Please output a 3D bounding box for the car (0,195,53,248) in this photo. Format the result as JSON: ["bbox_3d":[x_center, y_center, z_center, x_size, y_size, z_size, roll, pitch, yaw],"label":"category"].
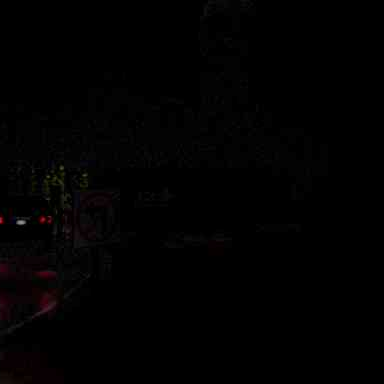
[{"bbox_3d":[-7.137,1.146,14.065,2.150,2.045,5.566,1,0,-26],"label":"car"}]
